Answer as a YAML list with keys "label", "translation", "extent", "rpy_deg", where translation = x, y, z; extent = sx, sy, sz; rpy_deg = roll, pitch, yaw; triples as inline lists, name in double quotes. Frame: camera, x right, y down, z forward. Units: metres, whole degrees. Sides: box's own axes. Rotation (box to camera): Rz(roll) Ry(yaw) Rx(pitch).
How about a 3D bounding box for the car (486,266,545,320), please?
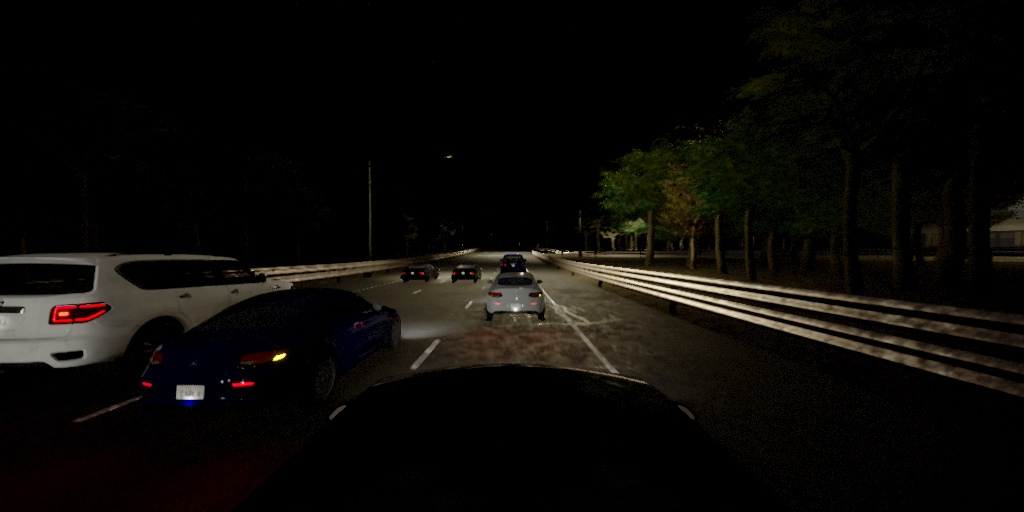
- label: "car"
  translation: [0.103, 1.260, 12.476]
  extent: [1.812, 1.442, 4.674]
  rpy_deg: [0, 0, 0]

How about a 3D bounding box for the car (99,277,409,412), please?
- label: "car"
  translation: [-3.386, 1.271, 6.086]
  extent: [1.812, 1.442, 4.674]
  rpy_deg: [0, 0, 0]

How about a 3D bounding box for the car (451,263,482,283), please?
- label: "car"
  translation: [-3.390, 1.217, 27.327]
  extent: [2.033, 1.411, 5.357]
  rpy_deg: [0, 1, 0]

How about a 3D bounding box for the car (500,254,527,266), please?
- label: "car"
  translation: [0.110, 0.833, 31.716]
  extent: [2.150, 2.045, 5.566]
  rpy_deg: [0, 1, 0]

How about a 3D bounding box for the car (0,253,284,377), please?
- label: "car"
  translation: [-6.898, 0.965, 7.507]
  extent: [2.150, 2.045, 5.566]
  rpy_deg: [0, 0, 0]

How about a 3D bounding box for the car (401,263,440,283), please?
- label: "car"
  translation: [-6.892, 1.217, 27.322]
  extent: [2.033, 1.411, 5.357]
  rpy_deg: [0, 1, 0]
